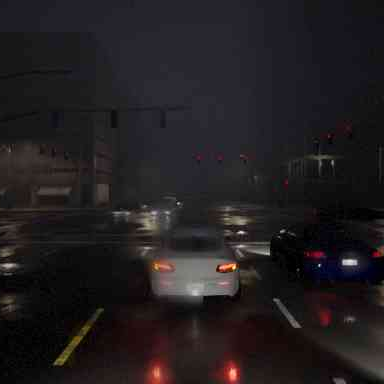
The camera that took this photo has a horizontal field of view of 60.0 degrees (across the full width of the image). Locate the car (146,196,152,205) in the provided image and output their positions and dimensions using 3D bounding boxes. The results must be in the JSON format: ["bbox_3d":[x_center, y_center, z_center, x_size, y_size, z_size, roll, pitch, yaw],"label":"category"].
[{"bbox_3d":[-7.060,1.477,57.220,1.882,1.535,5.008,0,0,0],"label":"car"}]

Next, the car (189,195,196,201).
[{"bbox_3d":[0.034,1.493,87.215,1.812,1.442,4.674,0,0,0],"label":"car"}]

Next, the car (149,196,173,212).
[{"bbox_3d":[-3.584,1.515,39.474,1.812,1.442,4.674,0,-1,0],"label":"car"}]

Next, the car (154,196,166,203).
[{"bbox_3d":[-6.972,1.540,72.695,2.033,1.411,5.357,0,0,0],"label":"car"}]

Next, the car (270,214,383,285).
[{"bbox_3d":[3.582,1.564,9.545,1.994,1.385,4.181,0,0,0],"label":"car"}]

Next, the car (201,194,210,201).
[{"bbox_3d":[3.534,1.316,86.968,2.097,1.767,4.553,0,0,0],"label":"car"}]

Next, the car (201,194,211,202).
[{"bbox_3d":[3.531,1.546,78.443,1.994,1.385,4.181,0,0,0],"label":"car"}]

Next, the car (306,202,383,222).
[{"bbox_3d":[11.566,1.492,25.384,5.357,1.411,2.033,0,0,0],"label":"car"}]

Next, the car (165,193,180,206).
[{"bbox_3d":[-3.558,1.216,54.359,2.150,2.045,5.566,0,1,0],"label":"car"}]

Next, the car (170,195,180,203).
[{"bbox_3d":[-3.473,1.478,69.704,1.882,1.535,5.008,0,0,0],"label":"car"}]

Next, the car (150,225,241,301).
[{"bbox_3d":[0.073,1.526,8.177,1.812,1.442,4.674,0,0,0],"label":"car"}]

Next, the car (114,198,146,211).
[{"bbox_3d":[-7.603,1.544,39.978,2.033,1.411,5.357,0,0,9],"label":"car"}]

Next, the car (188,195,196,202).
[{"bbox_3d":[0.030,1.518,77.887,2.128,1.511,4.902,0,0,0],"label":"car"}]
